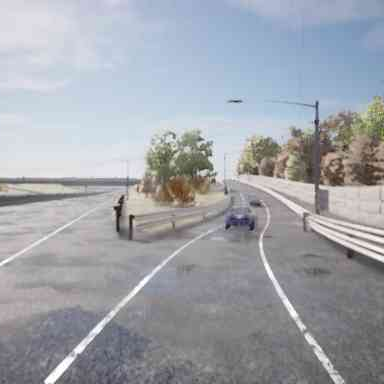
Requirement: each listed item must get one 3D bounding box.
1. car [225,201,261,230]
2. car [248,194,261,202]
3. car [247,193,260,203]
[{"bbox_3d":[3.895,1.860,25.663,2.097,1.767,4.553,0,-1,14],"label":"car"},{"bbox_3d":[10.373,1.628,54.951,1.837,1.490,4.892,0,2,9],"label":"car"},{"bbox_3d":[11.943,1.167,64.901,2.033,1.411,5.357,0,3,7],"label":"car"}]
